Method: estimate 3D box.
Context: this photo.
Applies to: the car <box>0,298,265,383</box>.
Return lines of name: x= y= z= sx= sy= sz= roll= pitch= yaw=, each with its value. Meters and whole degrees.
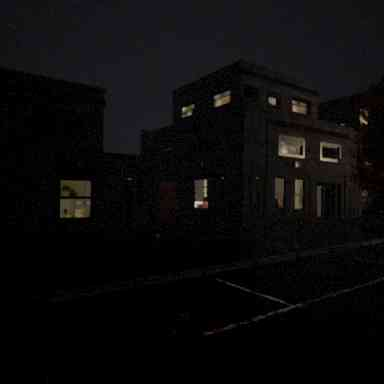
car: x=-1.809 y=1.601 z=2.091 sx=4.718 sy=1.301 sz=1.895 roll=0 pitch=0 yaw=-35
